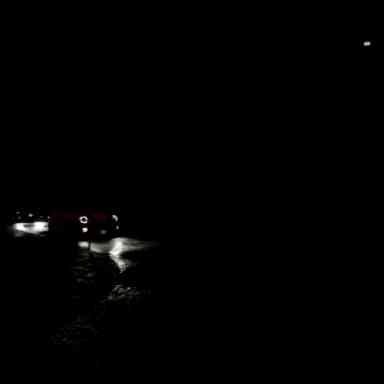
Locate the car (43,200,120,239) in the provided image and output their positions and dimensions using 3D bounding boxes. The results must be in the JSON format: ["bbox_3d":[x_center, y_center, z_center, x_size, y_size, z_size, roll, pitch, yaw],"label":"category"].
[{"bbox_3d":[-5.549,1.235,16.843,2.097,1.767,4.553,0,0,-43],"label":"car"}]

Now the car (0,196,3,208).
[{"bbox_3d":[-26.319,1.229,43.384,1.837,1.490,4.892,0,0,-43],"label":"car"}]

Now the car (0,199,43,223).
[{"bbox_3d":[-12.354,1.393,24.141,1.994,1.385,4.181,0,0,-43],"label":"car"}]
